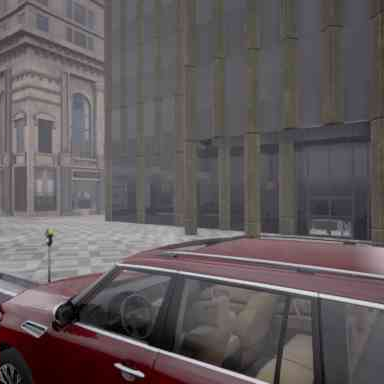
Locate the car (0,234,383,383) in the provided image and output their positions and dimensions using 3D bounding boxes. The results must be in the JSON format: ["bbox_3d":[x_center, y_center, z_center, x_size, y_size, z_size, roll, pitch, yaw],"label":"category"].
[{"bbox_3d":[0.246,1.315,2.798,5.009,1.841,2.192,0,0,36],"label":"car"}]
